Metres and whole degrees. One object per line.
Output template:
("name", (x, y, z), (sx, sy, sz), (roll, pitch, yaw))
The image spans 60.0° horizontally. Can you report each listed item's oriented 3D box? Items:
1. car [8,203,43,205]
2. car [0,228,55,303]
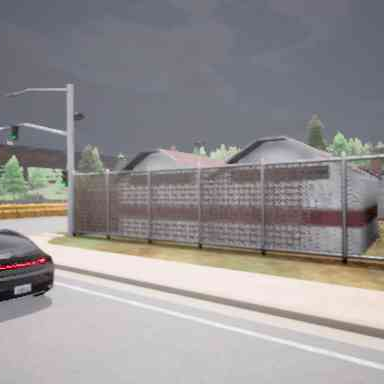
("car", (-18.475, 1.943, 38.761), (1.994, 1.385, 4.181), (-1, 0, 34))
("car", (-5.107, 1.591, 7.647), (4.892, 1.490, 1.837), (-1, 0, 36))
